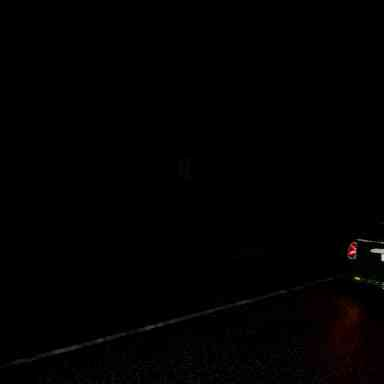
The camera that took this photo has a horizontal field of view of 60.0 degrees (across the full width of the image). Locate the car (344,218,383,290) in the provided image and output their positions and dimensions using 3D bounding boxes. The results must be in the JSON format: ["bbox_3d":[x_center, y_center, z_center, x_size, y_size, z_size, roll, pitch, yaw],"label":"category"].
[{"bbox_3d":[5.638,1.347,7.950,4.553,1.767,2.097,0,0,-38],"label":"car"}]
